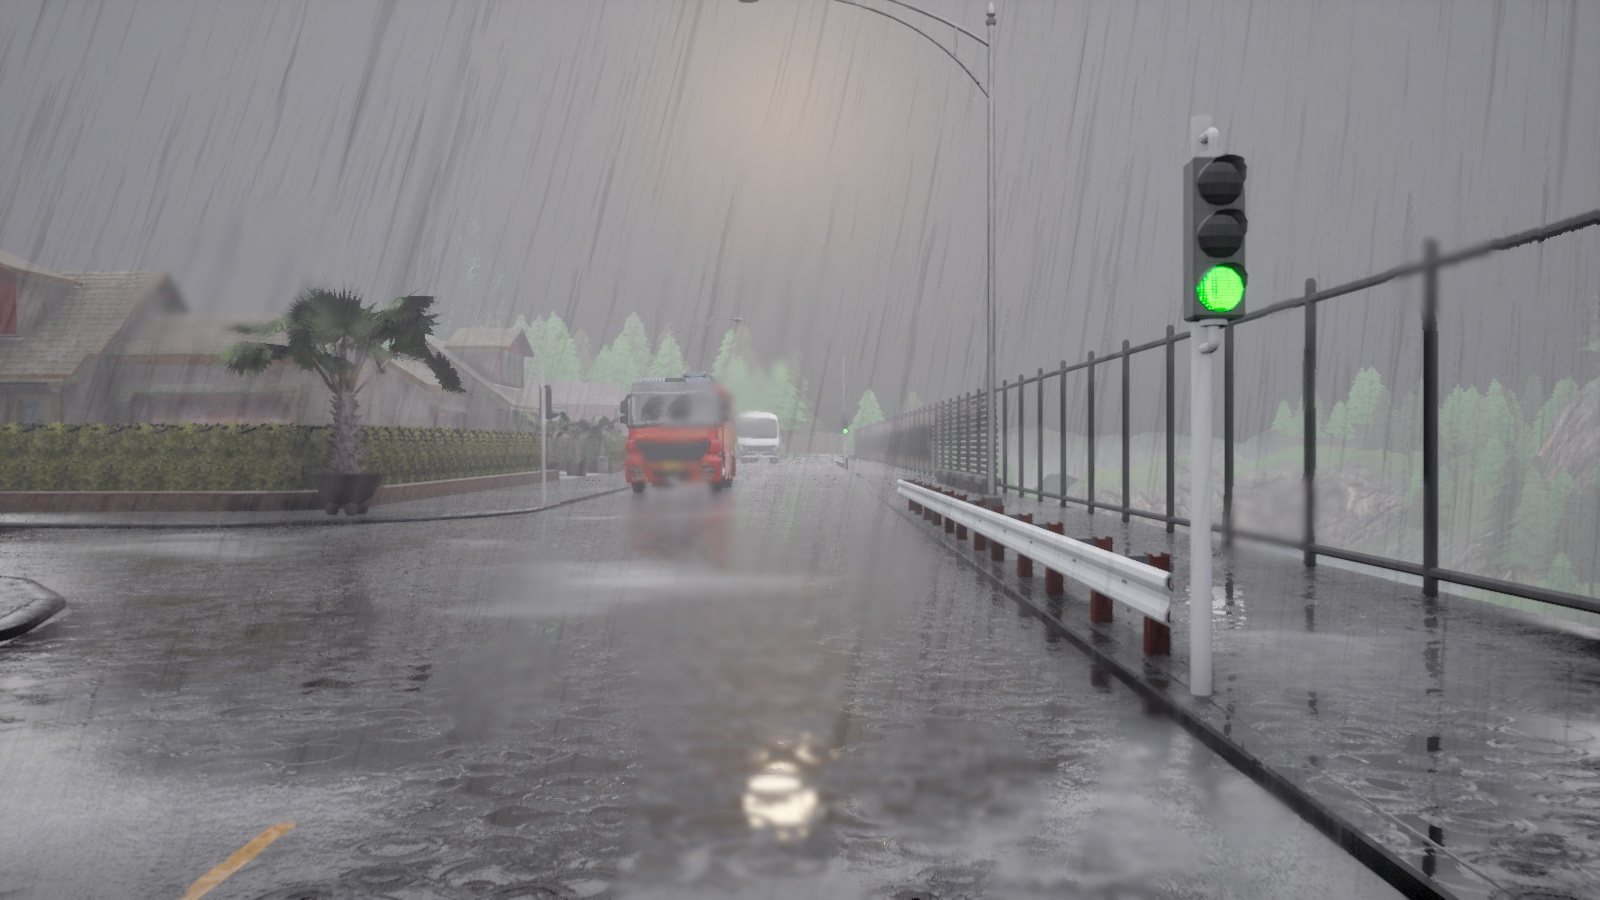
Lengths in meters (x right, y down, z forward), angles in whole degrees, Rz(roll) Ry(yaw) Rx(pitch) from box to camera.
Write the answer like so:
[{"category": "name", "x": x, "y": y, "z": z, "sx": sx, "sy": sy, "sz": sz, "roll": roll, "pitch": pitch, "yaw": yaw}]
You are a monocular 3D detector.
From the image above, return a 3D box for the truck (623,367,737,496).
[{"category": "truck", "x": -3.749, "y": -0.564, "z": 41.312, "sx": 2.891, "sy": 3.827, "sz": 8.468, "roll": 0, "pitch": 0, "yaw": 0}]
